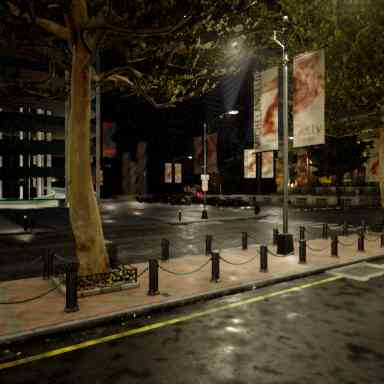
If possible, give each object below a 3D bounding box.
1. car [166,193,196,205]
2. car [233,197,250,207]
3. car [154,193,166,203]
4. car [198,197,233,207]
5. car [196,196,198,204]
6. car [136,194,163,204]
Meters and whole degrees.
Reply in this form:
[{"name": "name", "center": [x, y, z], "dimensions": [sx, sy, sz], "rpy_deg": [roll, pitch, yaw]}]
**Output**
[{"name": "car", "center": [-1.967, 1.352, 57.725], "dimensions": [2.097, 1.767, 4.553], "rpy_deg": [0, 0, -37]}, {"name": "car", "center": [6.530, 1.547, 51.960], "dimensions": [2.033, 1.411, 5.357], "rpy_deg": [0, 0, -35]}, {"name": "car", "center": [-5.758, 1.221, 67.985], "dimensions": [5.566, 2.045, 2.150], "rpy_deg": [0, 0, 45]}, {"name": "car", "center": [3.472, 1.478, 50.210], "dimensions": [1.882, 1.535, 5.008], "rpy_deg": [0, 0, -35]}, {"name": "car", "center": [0.951, 1.526, 59.689], "dimensions": [1.812, 1.442, 4.674], "rpy_deg": [0, 0, -36]}, {"name": "car", "center": [-8.775, 1.547, 65.828], "dimensions": [5.357, 1.411, 2.033], "rpy_deg": [0, 0, 43]}]
